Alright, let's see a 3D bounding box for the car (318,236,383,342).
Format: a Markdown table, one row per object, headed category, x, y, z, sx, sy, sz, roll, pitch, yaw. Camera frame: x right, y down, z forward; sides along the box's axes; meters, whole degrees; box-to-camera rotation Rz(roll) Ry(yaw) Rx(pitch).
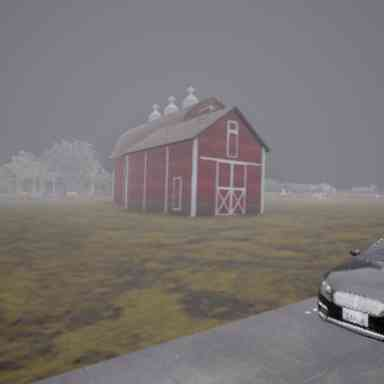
| category | x | y | z | sx | sy | sz | roll | pitch | yaw |
| --- | --- | --- | --- | --- | --- | --- | --- | --- | --- |
| car | 4.315 | 1.499 | 6.145 | 4.902 | 1.511 | 2.128 | 0 | 0 | -35 |
